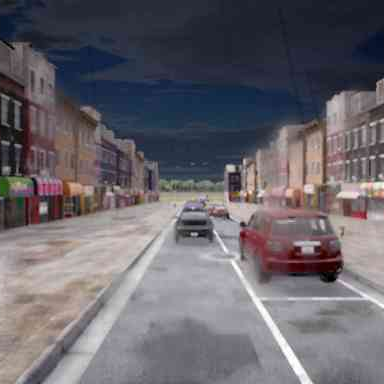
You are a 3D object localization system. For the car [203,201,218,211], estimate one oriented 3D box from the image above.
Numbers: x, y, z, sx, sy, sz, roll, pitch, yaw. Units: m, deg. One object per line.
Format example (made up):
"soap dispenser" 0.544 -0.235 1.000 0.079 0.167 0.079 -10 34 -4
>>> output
"car" 2.630 2.017 48.620 2.008 1.369 4.403 -1 -1 0

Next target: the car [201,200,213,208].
"car" 2.632 2.140 59.685 1.947 1.339 4.313 -1 -1 0

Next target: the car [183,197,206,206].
"car" 0.106 1.685 34.793 2.097 1.767 4.553 0 -1 0

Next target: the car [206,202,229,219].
"car" 2.628 1.888 32.023 1.802 1.307 4.206 -1 -1 0

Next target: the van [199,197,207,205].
"van" 2.630 2.132 81.816 1.690 1.788 3.998 -1 -1 0

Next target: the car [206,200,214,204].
"car" 2.628 1.940 43.258 1.752 1.417 4.829 -1 -1 0

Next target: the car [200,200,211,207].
"car" 2.633 2.194 65.217 1.947 1.339 4.313 -1 -1 0

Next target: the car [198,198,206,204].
"car" 2.633 2.286 87.347 1.967 1.590 4.097 -1 -1 0

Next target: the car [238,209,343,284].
"car" 2.618 1.411 9.897 2.192 1.841 5.009 -1 -1 0

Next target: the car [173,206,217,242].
"car" 0.103 1.670 17.236 1.837 1.490 4.892 0 -1 0

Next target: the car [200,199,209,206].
"car" 2.634 2.265 70.749 1.802 1.307 4.206 -1 -1 0
